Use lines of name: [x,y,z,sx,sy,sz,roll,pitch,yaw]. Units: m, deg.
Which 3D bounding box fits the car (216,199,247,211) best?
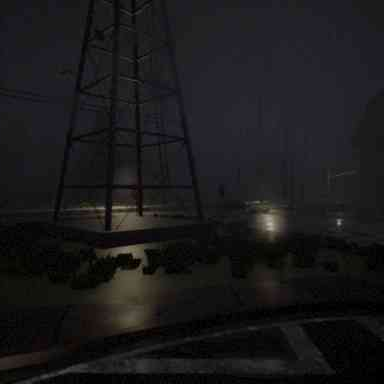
car: [4.832,1.574,40.729,4.181,1.385,1.994,0,0,-43]
